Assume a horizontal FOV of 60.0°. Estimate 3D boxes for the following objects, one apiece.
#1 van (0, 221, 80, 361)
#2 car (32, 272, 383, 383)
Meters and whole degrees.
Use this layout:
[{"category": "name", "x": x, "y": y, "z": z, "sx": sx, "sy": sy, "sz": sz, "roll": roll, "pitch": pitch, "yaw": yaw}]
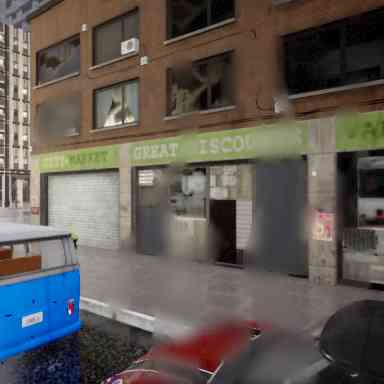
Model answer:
[{"category": "van", "x": -3.485, "y": 1.343, "z": 5.197, "sx": 3.998, "sy": 1.788, "sz": 1.690, "roll": 0, "pitch": 0, "yaw": 35}, {"category": "car", "x": 1.155, "y": 1.440, "z": 1.903, "sx": 4.097, "sy": 1.590, "sz": 1.967, "roll": 0, "pitch": 0, "yaw": 35}]
